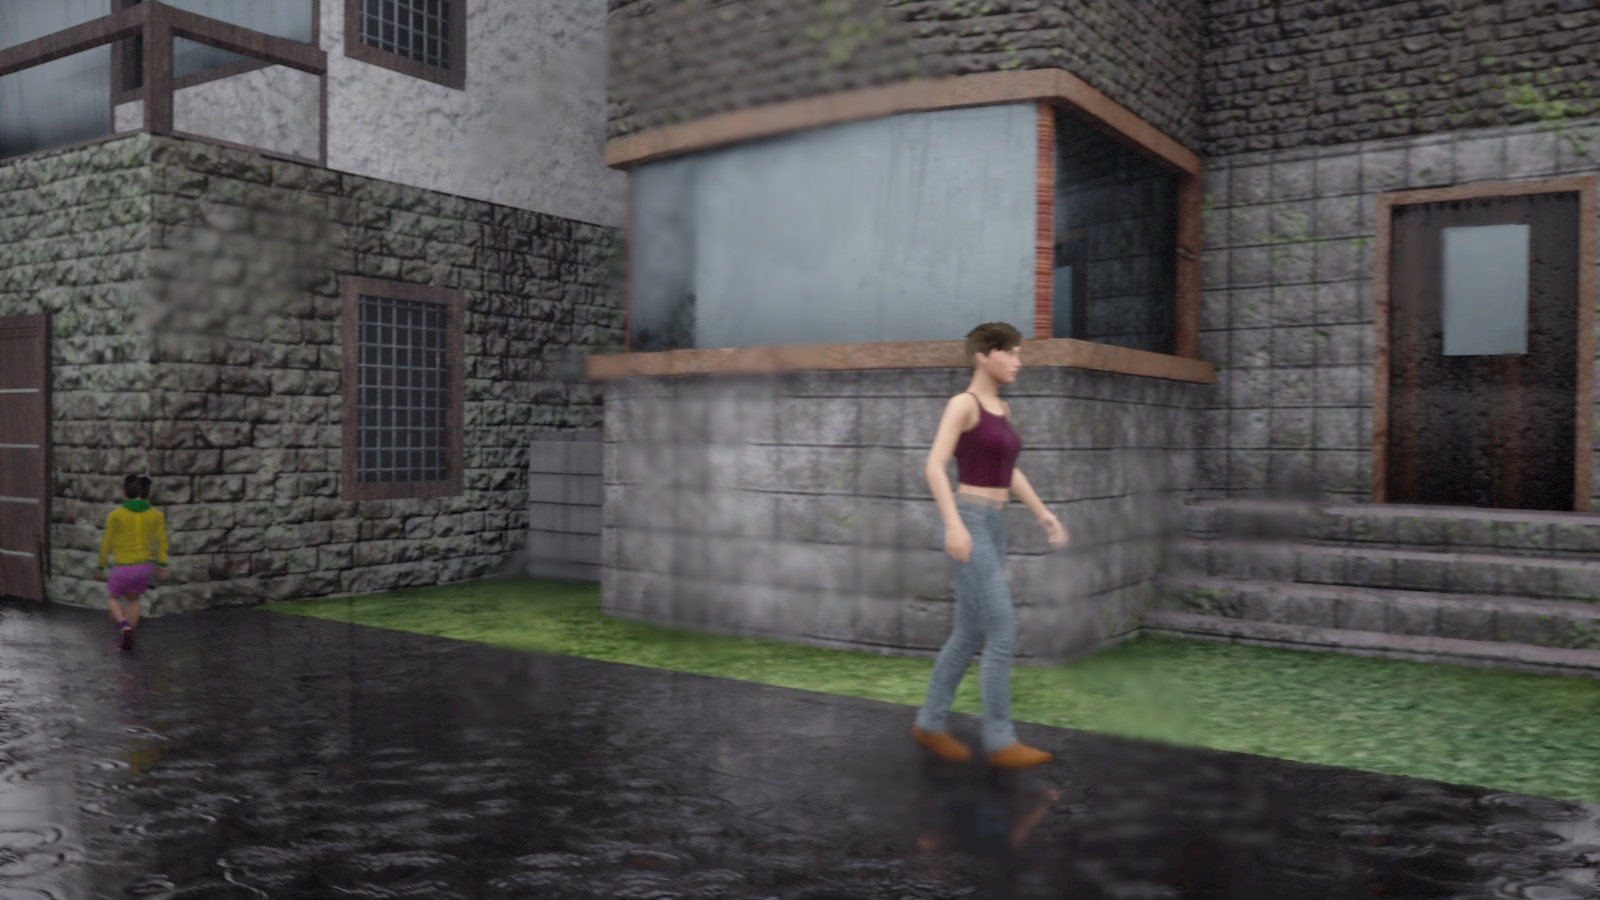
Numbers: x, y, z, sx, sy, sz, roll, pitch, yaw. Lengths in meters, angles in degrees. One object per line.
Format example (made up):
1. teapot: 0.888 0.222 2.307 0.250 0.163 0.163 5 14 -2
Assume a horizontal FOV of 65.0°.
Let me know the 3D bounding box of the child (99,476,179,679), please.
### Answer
1. child: -3.976 0.746 7.550 0.299 1.160 0.473 -1 1 -42

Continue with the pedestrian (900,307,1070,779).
1. pedestrian: 0.763 0.361 5.181 0.594 1.836 0.345 0 1 33
